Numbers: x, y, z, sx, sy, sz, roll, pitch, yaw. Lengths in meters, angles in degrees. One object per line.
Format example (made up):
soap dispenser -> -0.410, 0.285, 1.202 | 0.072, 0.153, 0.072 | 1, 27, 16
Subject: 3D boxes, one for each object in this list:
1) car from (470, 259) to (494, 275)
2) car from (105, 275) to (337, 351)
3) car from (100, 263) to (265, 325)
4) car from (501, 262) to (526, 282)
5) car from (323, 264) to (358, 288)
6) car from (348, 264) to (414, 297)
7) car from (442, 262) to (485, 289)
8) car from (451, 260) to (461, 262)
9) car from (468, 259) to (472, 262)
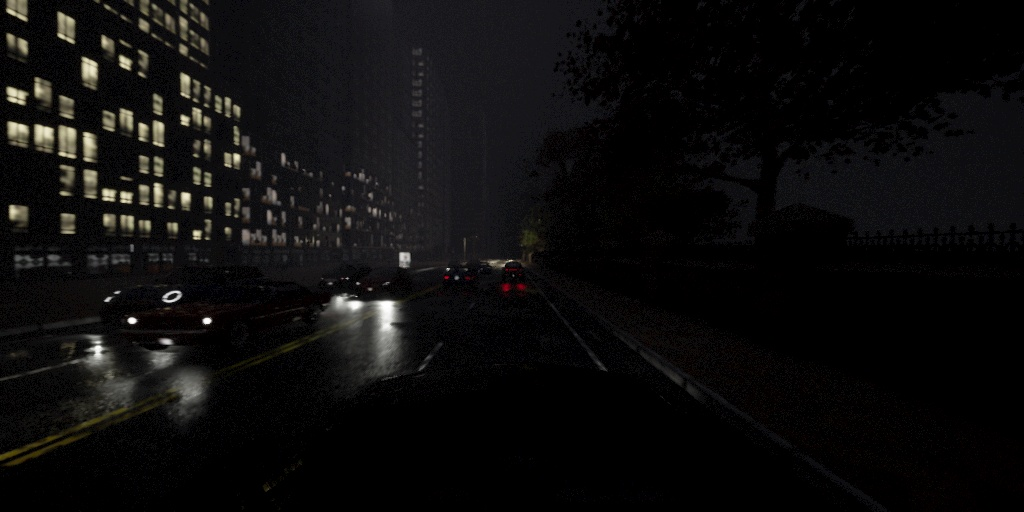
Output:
car -> -3.140, 1.342, 39.501 | 1.994, 1.385, 4.181 | 0, 0, 0
car -> -6.586, 1.333, 9.041 | 1.895, 1.301, 4.718 | 0, 0, 0
car -> -9.827, 1.074, 11.417 | 2.097, 1.767, 4.553 | 0, 0, 0
car -> 0.128, 1.267, 29.206 | 2.128, 1.511, 4.902 | 0, 0, 0
car -> -9.777, 1.223, 21.791 | 2.128, 1.511, 4.902 | 0, 0, 0
car -> -6.547, 1.267, 18.918 | 1.812, 1.442, 4.674 | 0, 0, 0
car -> -3.169, 1.306, 23.143 | 2.033, 1.411, 5.357 | 0, 0, 0
car -> -9.695, 1.330, 61.031 | 2.033, 1.411, 5.357 | 0, 0, 1
car -> -6.457, 1.270, 61.098 | 1.882, 1.535, 5.008 | 0, 0, 1
